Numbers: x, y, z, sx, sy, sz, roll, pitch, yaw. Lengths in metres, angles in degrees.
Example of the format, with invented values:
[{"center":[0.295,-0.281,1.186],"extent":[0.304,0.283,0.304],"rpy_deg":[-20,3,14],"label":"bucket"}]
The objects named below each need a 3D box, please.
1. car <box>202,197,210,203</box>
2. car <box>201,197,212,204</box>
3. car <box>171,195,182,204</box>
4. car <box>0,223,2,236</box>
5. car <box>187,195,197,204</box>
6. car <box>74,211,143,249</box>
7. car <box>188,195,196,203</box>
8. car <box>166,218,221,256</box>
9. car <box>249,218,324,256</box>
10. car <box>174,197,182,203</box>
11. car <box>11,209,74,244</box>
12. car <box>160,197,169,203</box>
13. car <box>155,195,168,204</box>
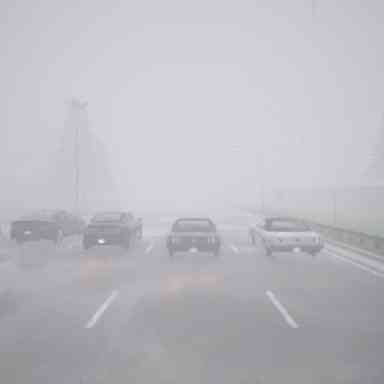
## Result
[{"center":[3.502,1.957,84.698],"extent":[1.837,1.490,4.892],"rpy_deg":[0,0,0],"label":"car"},{"center":[3.502,1.948,74.274],"extent":[1.837,1.490,4.892],"rpy_deg":[0,0,0],"label":"car"},{"center":[-3.498,1.673,74.306],"extent":[2.150,2.045,5.566],"rpy_deg":[0,0,0],"label":"car"},{"center":[-10.474,1.446,14.655],"extent":[2.097,1.767,4.553],"rpy_deg":[0,0,0],"label":"car"},{"center":[0.002,1.948,74.274],"extent":[1.837,1.490,4.892],"rpy_deg":[0,0,0],"label":"car"},{"center":[-3.424,1.604,15.022],"extent":[1.837,1.490,4.892],"rpy_deg":[0,0,0],"label":"car"},{"center":[0.002,1.682,84.730],"extent":[2.150,2.045,5.566],"rpy_deg":[0,0,0],"label":"car"},{"center":[0.071,1.688,13.514],"extent":[1.895,1.301,4.718],"rpy_deg":[0,0,0],"label":"car"},{"center":[3.571,1.689,13.522],"extent":[1.895,1.301,4.718],"rpy_deg":[0,0,0],"label":"car"},{"center":[-3.498,2.022,83.895],"extent":[1.895,1.301,4.718],"rpy_deg":[0,0,0],"label":"car"},{"center":[-6.917,1.584,16.505],"extent":[1.882,1.535,5.008],"rpy_deg":[0,0,0],"label":"car"},{"center":[-6.998,2.022,83.895],"extent":[1.895,1.301,4.718],"rpy_deg":[0,0,0],"label":"car"},{"center":[-6.998,1.673,74.306],"extent":[2.150,2.045,5.566],"rpy_deg":[0,0,0],"label":"car"}]
